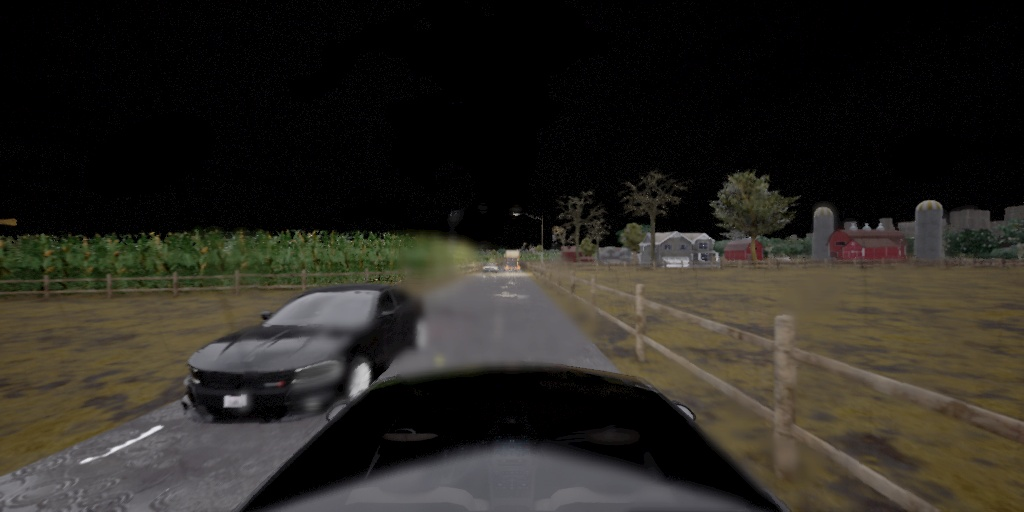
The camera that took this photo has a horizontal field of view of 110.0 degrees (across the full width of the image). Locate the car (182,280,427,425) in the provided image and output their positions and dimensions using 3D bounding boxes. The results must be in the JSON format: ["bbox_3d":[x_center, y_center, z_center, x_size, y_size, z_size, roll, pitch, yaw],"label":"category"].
[{"bbox_3d":[-2.851,1.236,6.201,1.882,1.535,5.008,0,0,0],"label":"car"}]

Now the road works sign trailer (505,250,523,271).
[{"bbox_3d":[0.120,0.702,60.700,2.380,3.560,2.880,0,0,-5],"label":"road works sign trailer"}]

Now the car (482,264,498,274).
[{"bbox_3d":[-2.831,1.664,47.367,1.895,1.301,4.718,0,-1,0],"label":"car"}]
